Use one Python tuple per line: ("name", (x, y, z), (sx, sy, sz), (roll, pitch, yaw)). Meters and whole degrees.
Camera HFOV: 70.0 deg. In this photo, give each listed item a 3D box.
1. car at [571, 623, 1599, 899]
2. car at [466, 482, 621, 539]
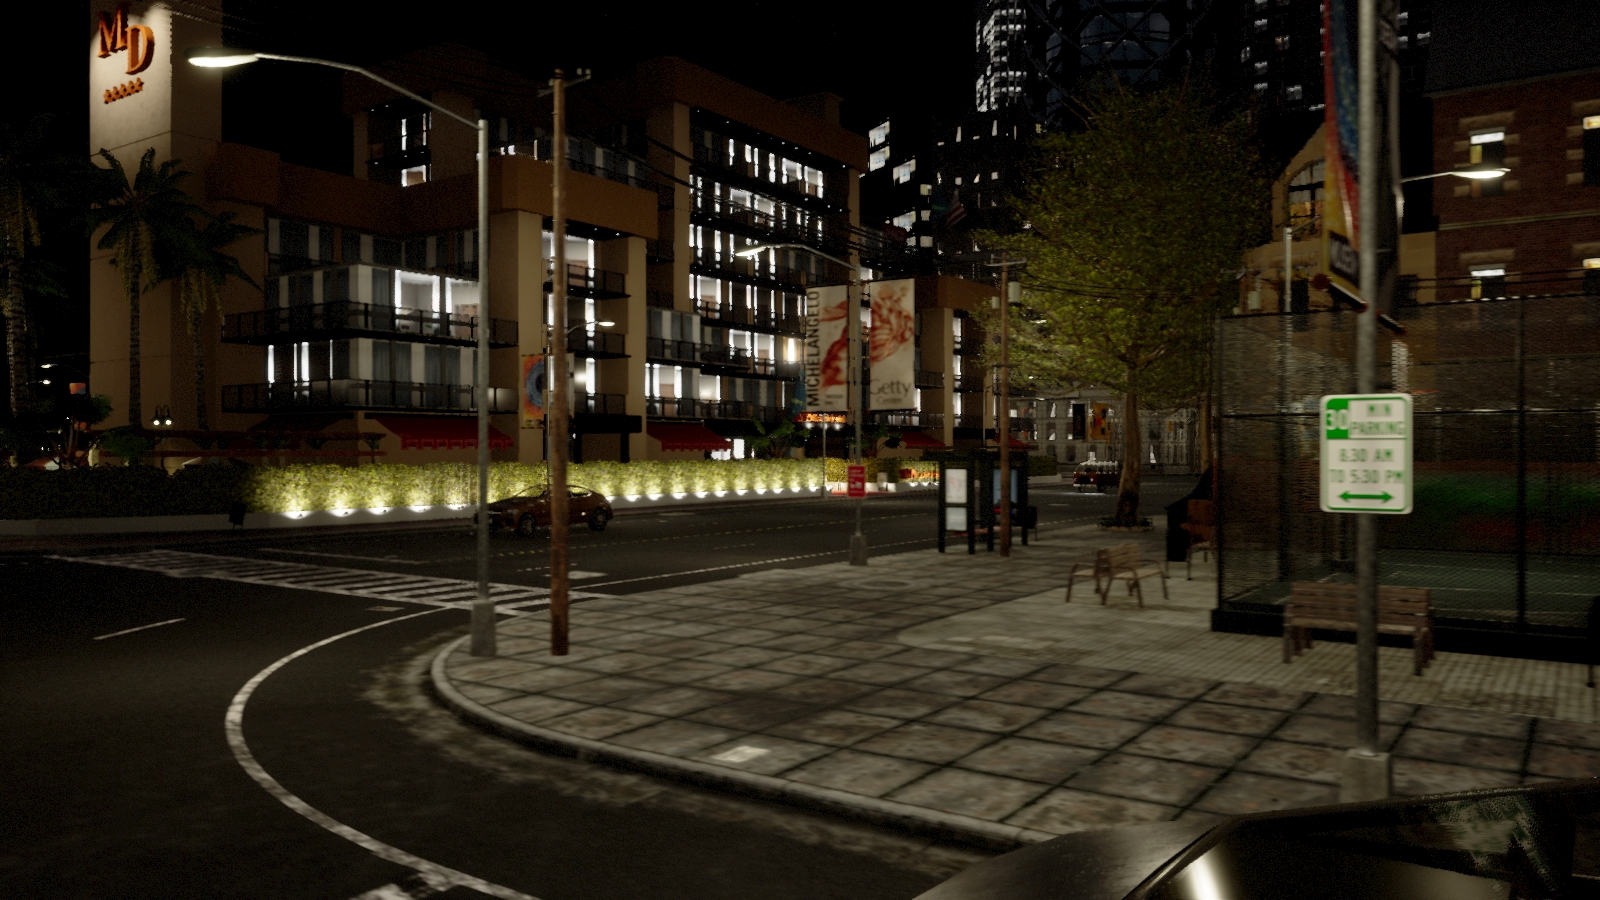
("car", (2.712, 1.754, 1.879), (6.274, 2.098, 2.390), (0, 0, 35))
("car", (-8.649, 1.997, 38.951), (2.152, 1.651, 5.027), (0, 0, 35))
